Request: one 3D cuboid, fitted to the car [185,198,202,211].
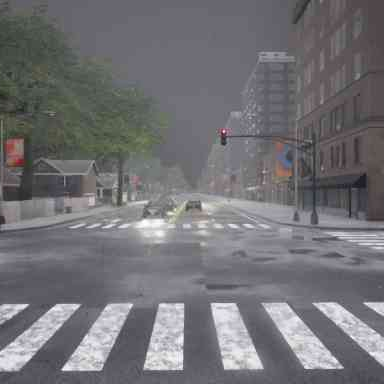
[{"bbox_3d":[0.213,1.509,41.553,2.128,1.511,4.902,0,0,0],"label":"car"}]

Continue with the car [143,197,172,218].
[{"bbox_3d":[-3.263,1.501,30.175,2.128,1.511,4.902,0,0,0],"label":"car"}]

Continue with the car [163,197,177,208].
[{"bbox_3d":[-3.200,1.549,49.867,1.812,1.442,4.674,0,0,0],"label":"car"}]

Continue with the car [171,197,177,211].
[{"bbox_3d":[-3.233,1.368,39.910,2.097,1.767,4.553,0,0,0],"label":"car"}]
